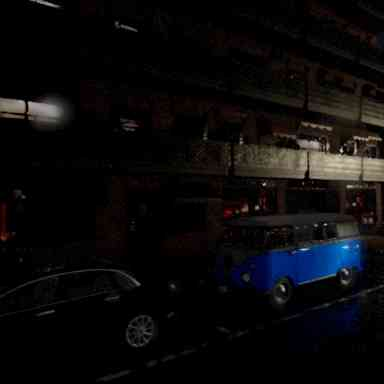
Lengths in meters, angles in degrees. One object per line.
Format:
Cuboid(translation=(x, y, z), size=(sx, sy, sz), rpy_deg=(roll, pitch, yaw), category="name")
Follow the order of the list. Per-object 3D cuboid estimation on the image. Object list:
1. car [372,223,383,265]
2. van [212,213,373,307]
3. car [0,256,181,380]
Cuboid(translation=(6.841, 1.560, 11.028), size=(4.829, 1.417, 1.752), rpy_deg=(-1, 0, -34), category="car")
Cuboid(translation=(2.363, 1.444, 8.008), size=(3.998, 1.788, 1.690), rpy_deg=(-1, 0, -34), category="van")
Cuboid(translation=(-2.250, 1.724, 4.891), size=(4.403, 1.369, 2.008), rpy_deg=(-1, 0, -34), category="car")
